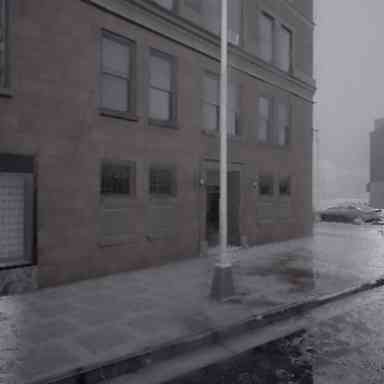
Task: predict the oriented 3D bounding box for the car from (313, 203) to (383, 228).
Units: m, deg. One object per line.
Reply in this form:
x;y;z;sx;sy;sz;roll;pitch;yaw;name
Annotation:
10.395;1.530;22.904;2.128;1.511;4.902;0;-1;-43;car
